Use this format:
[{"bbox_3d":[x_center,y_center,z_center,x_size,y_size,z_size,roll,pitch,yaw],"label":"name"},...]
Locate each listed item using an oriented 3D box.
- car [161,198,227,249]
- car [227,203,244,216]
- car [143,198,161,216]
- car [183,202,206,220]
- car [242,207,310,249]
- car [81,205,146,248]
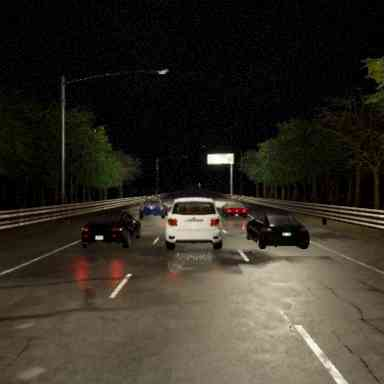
[{"bbox_3d":[0.088,1.256,14.604,2.150,2.045,5.566,0,0,0],"label":"car"},{"bbox_3d":[3.687,1.600,29.578,1.895,1.301,4.718,0,0,0],"label":"car"},{"bbox_3d":[-3.312,1.349,29.564,2.097,1.767,4.553,0,0,0],"label":"car"},{"bbox_3d":[0.187,1.600,29.601,1.895,1.301,4.718,0,0,0],"label":"car"},{"bbox_3d":[3.588,1.571,14.550,1.994,1.385,4.181,0,0,0],"label":"car"},{"bbox_3d":[-3.412,1.531,14.597,1.812,1.442,4.674,0,0,0],"label":"car"}]
